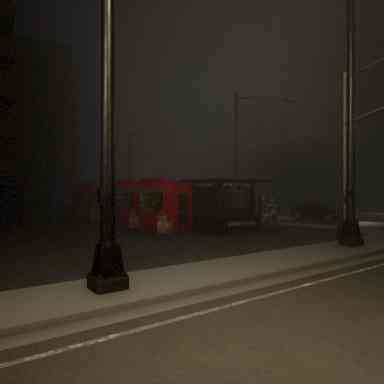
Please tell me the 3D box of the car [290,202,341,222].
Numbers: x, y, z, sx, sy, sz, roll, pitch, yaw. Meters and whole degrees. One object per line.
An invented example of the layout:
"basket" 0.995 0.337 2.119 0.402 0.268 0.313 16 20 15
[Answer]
"car" 10.484 1.612 27.571 1.837 1.490 4.892 0 -1 -36
